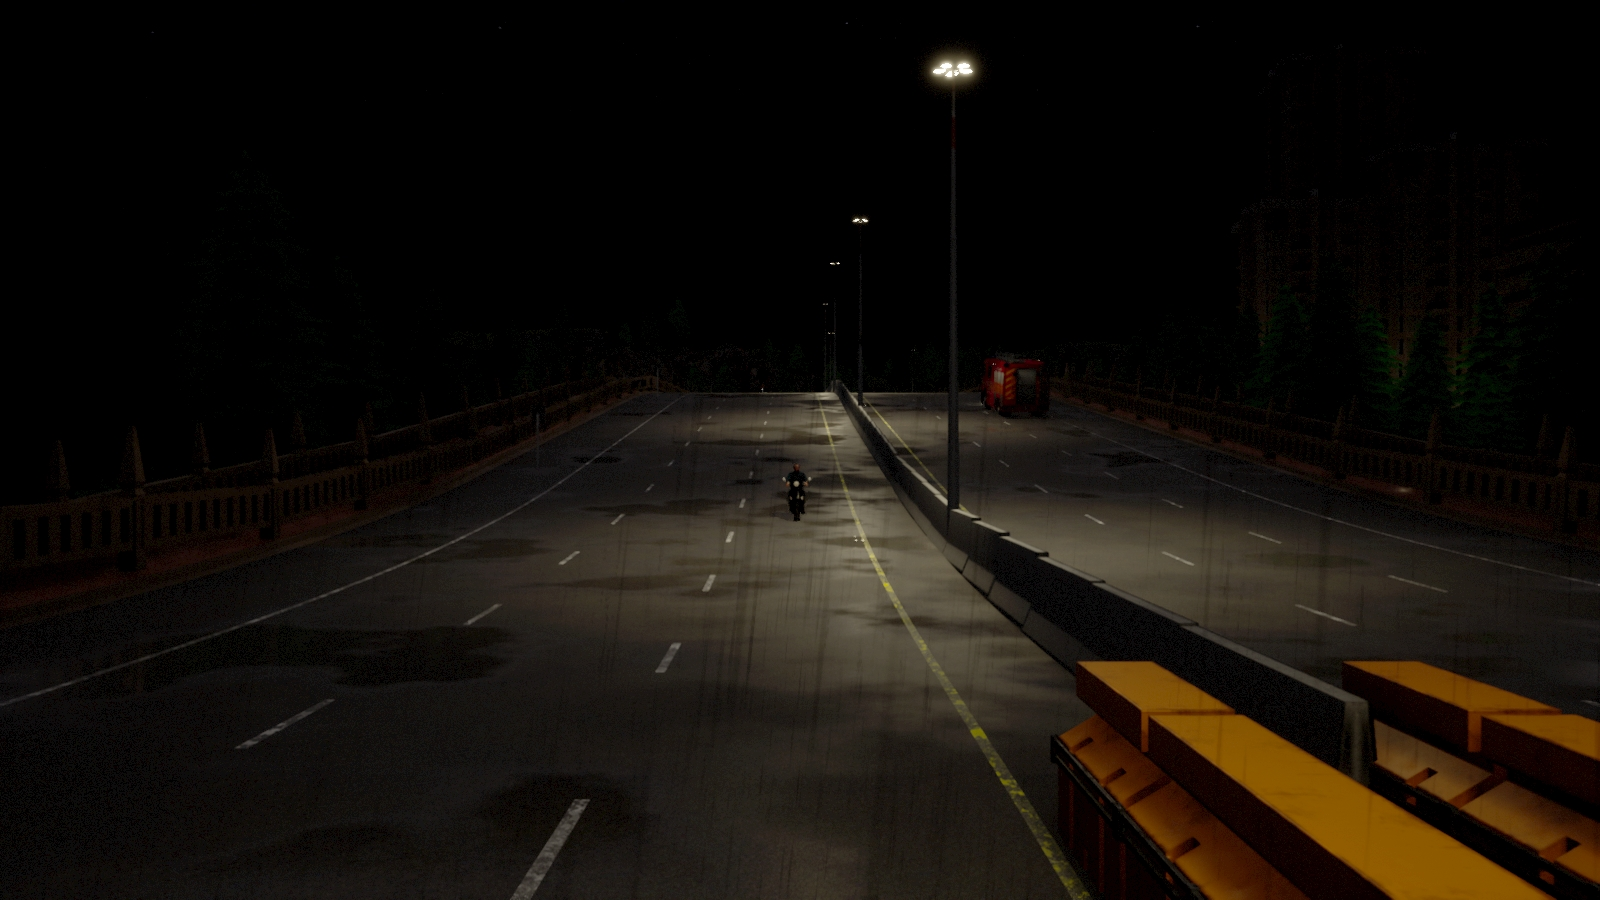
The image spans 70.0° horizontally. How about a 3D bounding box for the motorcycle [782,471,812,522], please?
[{"bbox_3d":[-0.098,1.357,33.733,0.856,1.316,1.805,0,4,0],"label":"motorcycle"}]
